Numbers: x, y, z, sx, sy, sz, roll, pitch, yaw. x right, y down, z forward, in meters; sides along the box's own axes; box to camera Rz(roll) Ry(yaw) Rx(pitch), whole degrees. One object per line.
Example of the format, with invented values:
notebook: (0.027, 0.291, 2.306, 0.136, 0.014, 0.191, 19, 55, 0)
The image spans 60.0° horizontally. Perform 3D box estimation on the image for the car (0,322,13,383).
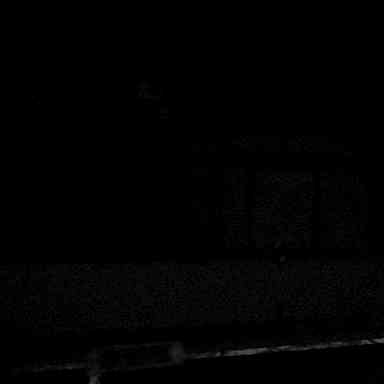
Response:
car: (-3.648, 1.299, 2.231, 4.097, 1.590, 1.967, 1, 1, -12)
